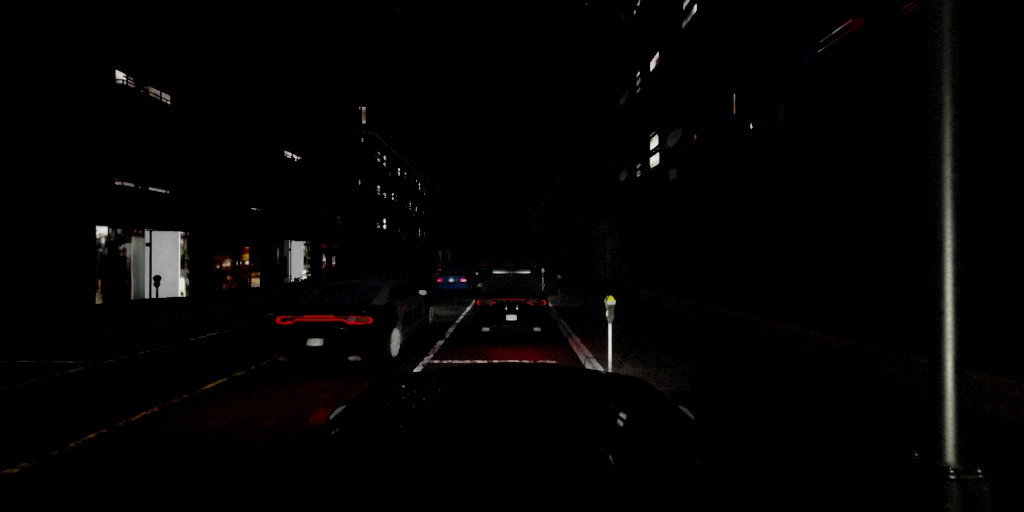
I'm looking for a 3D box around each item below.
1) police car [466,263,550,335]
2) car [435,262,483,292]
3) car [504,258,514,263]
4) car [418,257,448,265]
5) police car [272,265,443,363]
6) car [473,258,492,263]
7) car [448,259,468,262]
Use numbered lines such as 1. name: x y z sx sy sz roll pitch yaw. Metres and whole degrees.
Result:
1. police car: -0.011 1.175 10.609 1.930 1.638 5.238 0 0 0
2. car: -3.104 1.298 21.003 2.033 1.411 5.357 0 0 1
3. car: -0.456 1.275 39.173 1.751 1.417 4.829 0 0 0
4. car: -8.837 1.064 39.007 2.192 1.841 5.009 0 0 0
5. police car: -3.146 1.176 8.315 1.930 1.638 5.238 0 0 0
6. car: -3.068 1.227 41.356 1.882 1.535 5.008 0 0 0
7. car: -6.213 1.100 42.429 2.097 1.767 4.553 0 0 0
